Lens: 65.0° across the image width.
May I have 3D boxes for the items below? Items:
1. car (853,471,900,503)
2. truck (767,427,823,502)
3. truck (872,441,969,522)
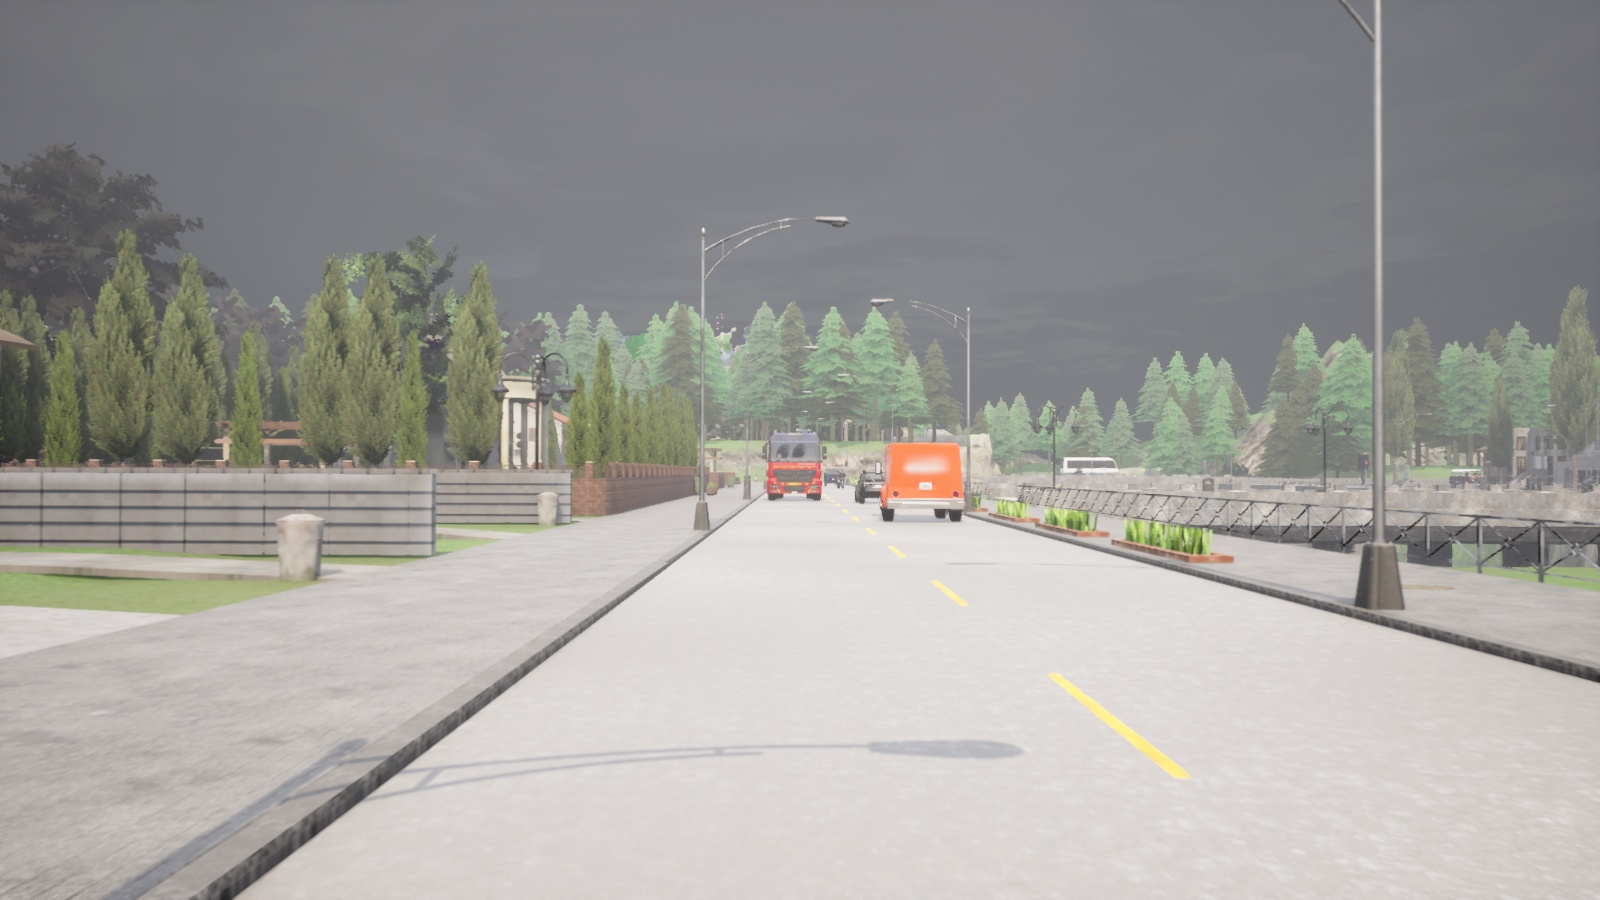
[{"bbox_3d":[3.755,1.789,62.220,2.007,1.525,4.514,0,-1,0],"label":"car"},{"bbox_3d":[-0.277,0.804,68.802,2.891,3.827,8.468,0,-1,0],"label":"truck"},{"bbox_3d":[3.836,1.000,40.991,2.627,2.467,5.204,0,-1,0],"label":"truck"}]
